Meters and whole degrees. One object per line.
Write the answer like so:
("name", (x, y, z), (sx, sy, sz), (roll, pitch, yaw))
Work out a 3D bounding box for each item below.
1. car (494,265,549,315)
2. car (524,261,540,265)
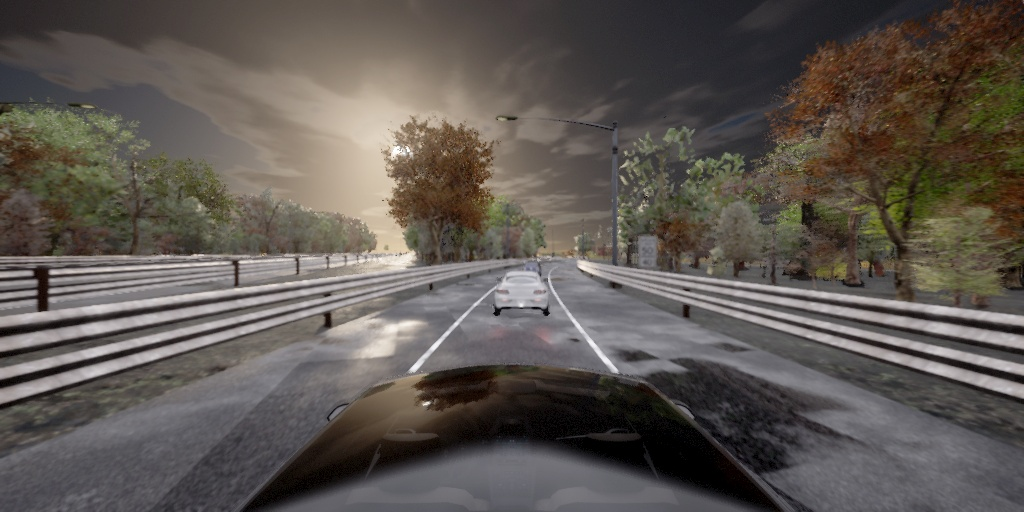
("car", (0.371, 1.251, 13.337), (1.812, 1.442, 4.674), (0, 0, 2))
("car", (1.993, 1.212, 35.330), (2.033, 1.411, 5.357), (0, 0, 6))
